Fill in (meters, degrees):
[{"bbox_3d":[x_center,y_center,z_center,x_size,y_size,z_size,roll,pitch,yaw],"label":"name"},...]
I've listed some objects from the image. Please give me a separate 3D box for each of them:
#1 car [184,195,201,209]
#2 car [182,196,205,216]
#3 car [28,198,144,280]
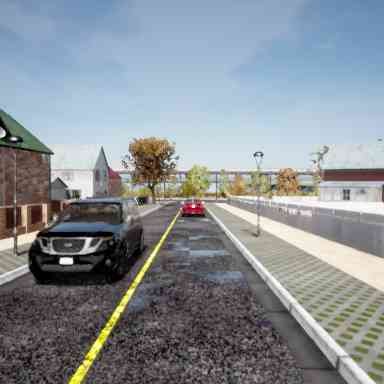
[{"bbox_3d":[0.070,1.352,45.120,2.097,1.767,4.553,0,0,0],"label":"car"},{"bbox_3d":[0.083,1.342,32.065,2.097,1.767,4.553,0,0,-1],"label":"car"},{"bbox_3d":[-2.858,1.216,10.323,2.150,2.045,5.566,0,0,0],"label":"car"}]
